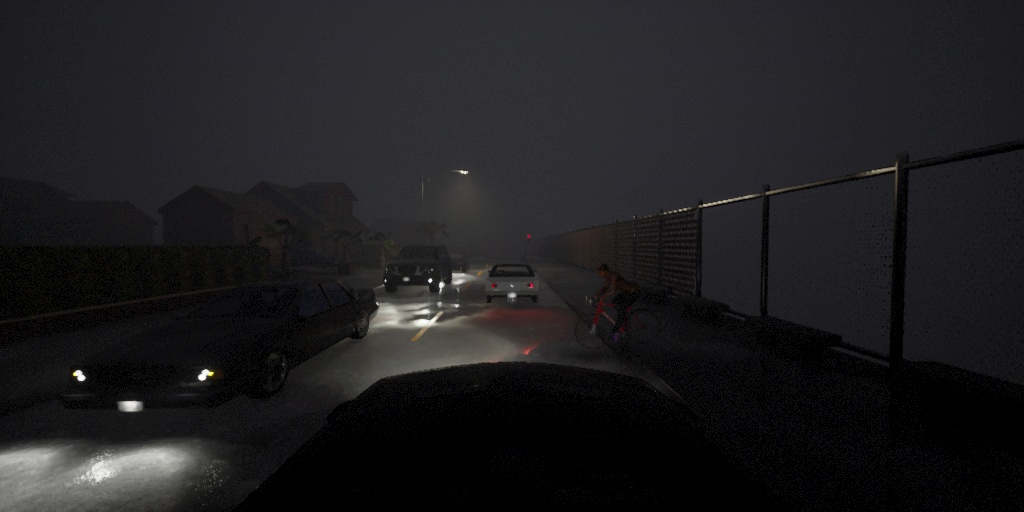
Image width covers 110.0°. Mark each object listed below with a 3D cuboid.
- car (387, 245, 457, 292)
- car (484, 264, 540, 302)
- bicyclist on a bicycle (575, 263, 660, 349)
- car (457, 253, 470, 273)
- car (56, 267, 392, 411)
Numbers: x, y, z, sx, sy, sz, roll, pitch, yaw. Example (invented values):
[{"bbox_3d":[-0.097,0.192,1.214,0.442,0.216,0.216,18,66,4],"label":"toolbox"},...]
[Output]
[{"bbox_3d":[-4.248,0.481,17.092,2.150,2.045,5.566,0,2,0],"label":"car"},{"bbox_3d":[-0.019,0.949,14.210,1.895,1.301,4.718,0,2,-1],"label":"car"},{"bbox_3d":[1.972,0.941,6.867,1.656,1.620,0.582,-7,2,0],"label":"bicyclist on a bicycle"},{"bbox_3d":[-4.326,0.501,27.154,1.994,1.385,4.181,0,2,0],"label":"car"},{"bbox_3d":[-4.144,1.147,6.517,2.033,1.411,5.357,0,2,-1],"label":"car"}]
